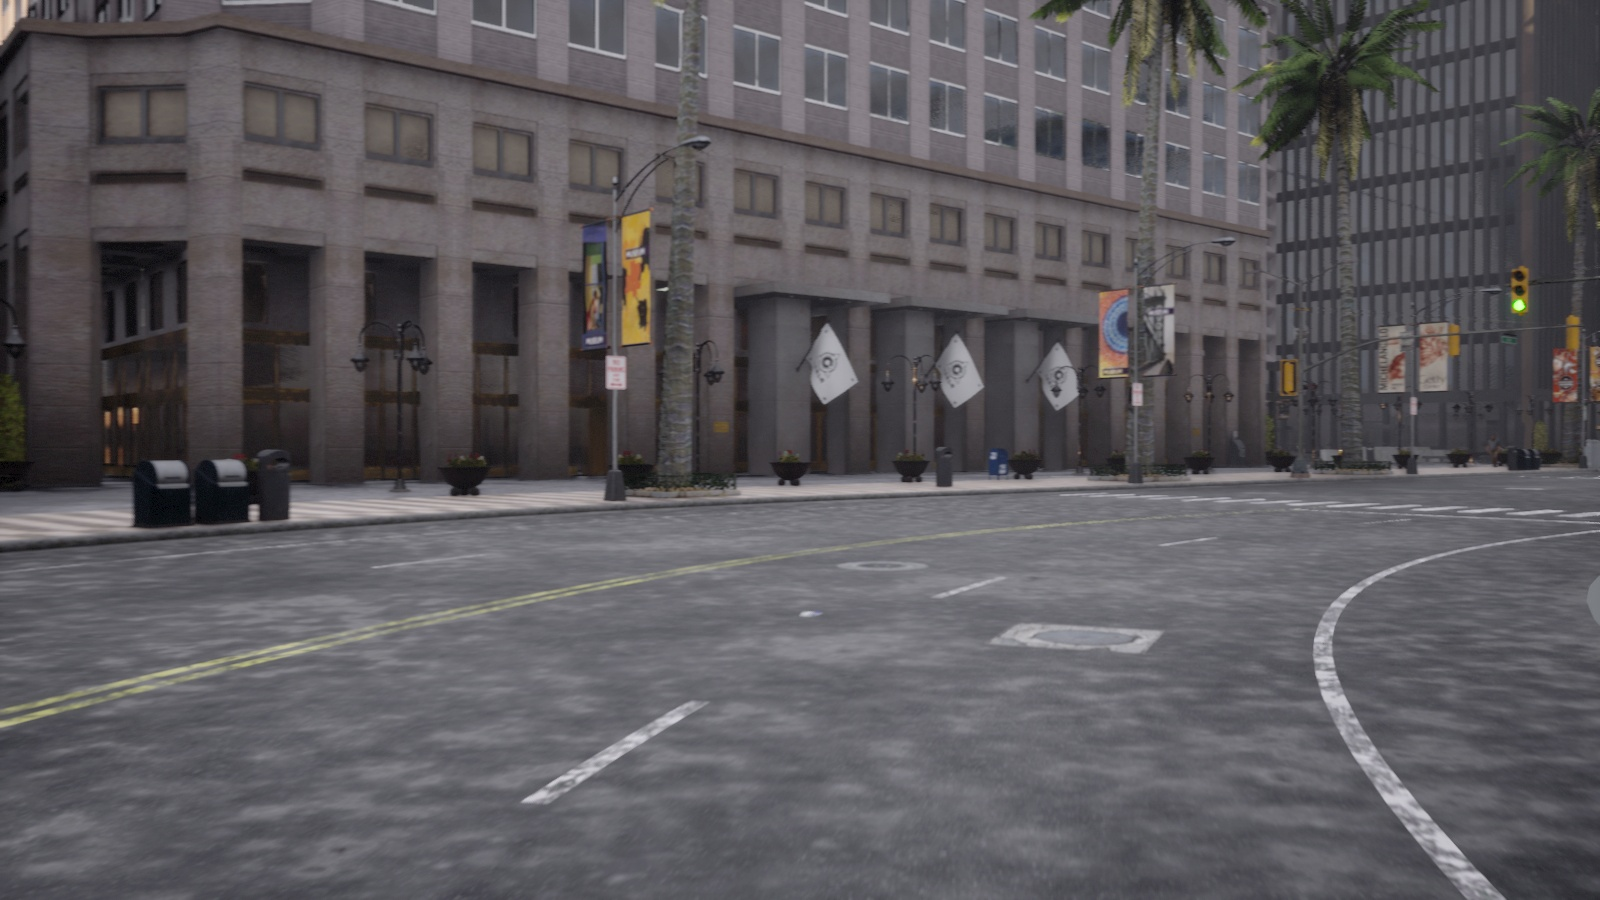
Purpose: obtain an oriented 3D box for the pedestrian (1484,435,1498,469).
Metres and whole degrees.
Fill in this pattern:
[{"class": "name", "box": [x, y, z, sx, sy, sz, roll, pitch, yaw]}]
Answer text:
[{"class": "pedestrian", "box": [37.592, 0.099, 68.329, 0.540, 1.848, 0.694, 0, 0, 42]}]
